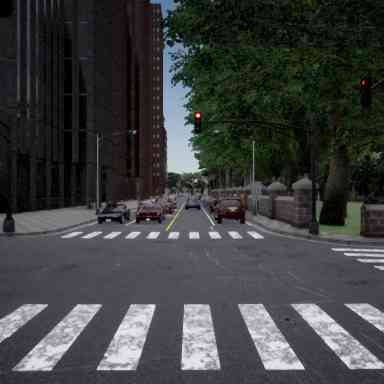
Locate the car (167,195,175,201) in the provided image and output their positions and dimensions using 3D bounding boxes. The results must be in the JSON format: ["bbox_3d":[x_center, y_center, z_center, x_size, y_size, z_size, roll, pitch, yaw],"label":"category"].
[{"bbox_3d":[-5.725,1.533,90.534,1.967,1.590,4.097,0,0,0],"label":"car"}]

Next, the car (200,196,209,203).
[{"bbox_3d":[2.794,1.592,74.334,1.752,1.417,4.829,0,0,0],"label":"car"}]

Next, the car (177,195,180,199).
[{"bbox_3d":[-3.070,1.538,45.721,1.837,1.490,4.892,0,0,0],"label":"car"}]

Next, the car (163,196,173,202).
[{"bbox_3d":[-5.729,1.620,79.620,1.887,1.381,4.507,0,0,0],"label":"car"}]

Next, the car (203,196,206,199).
[{"bbox_3d":[2.782,1.585,46.881,2.008,1.369,4.403,0,0,0],"label":"car"}]

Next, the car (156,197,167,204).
[{"bbox_3d":[-5.736,1.635,63.249,1.802,1.307,4.206,0,0,0],"label":"car"}]

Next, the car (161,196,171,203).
[{"bbox_3d":[-5.732,1.611,74.163,1.887,1.381,4.507,0,0,0],"label":"car"}]

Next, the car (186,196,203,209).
[{"bbox_3d":[0.113,1.598,46.258,1.994,1.385,4.181,0,0,0],"label":"car"}]

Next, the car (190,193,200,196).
[{"bbox_3d":[0.122,1.410,67.266,2.097,1.767,4.553,0,0,0],"label":"car"}]

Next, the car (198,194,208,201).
[{"bbox_3d":[2.798,1.399,85.077,2.192,1.841,5.009,0,0,0],"label":"car"}]

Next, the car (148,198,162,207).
[{"bbox_3d":[-5.741,1.622,52.335,1.802,1.307,4.206,0,0,0],"label":"car"}]

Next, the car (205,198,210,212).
[{"bbox_3d":[2.778,1.588,35.968,1.947,1.339,4.313,0,0,0],"label":"car"}]

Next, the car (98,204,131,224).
[{"bbox_3d":[-5.752,1.576,25.050,1.947,1.339,4.313,0,0,0],"label":"car"}]

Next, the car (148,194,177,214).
[{"bbox_3d":[-3.083,1.374,35.488,2.097,1.767,4.553,0,0,1],"label":"car"}]

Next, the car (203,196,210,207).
[{"bbox_3d":[2.780,1.579,41.424,2.008,1.369,4.403,0,0,0],"label":"car"}]

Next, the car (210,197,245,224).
[{"bbox_3d":[2.773,1.326,25.056,2.192,1.841,5.009,0,0,0],"label":"car"}]

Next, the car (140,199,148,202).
[{"bbox_3d":[-5.745,1.579,41.420,2.008,1.369,4.403,0,0,0],"label":"car"}]

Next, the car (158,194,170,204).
[{"bbox_3d":[-5.734,1.374,68.706,2.192,1.841,5.009,0,0,0],"label":"car"}]

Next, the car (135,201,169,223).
[{"bbox_3d":[-3.089,1.612,25.495,1.895,1.301,4.718,0,0,0],"label":"car"}]

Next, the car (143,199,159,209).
[{"bbox_3d":[-5.743,1.616,46.877,1.802,1.307,4.206,0,0,0],"label":"car"}]

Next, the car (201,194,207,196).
[{"bbox_3d":[2.785,1.481,52.338,1.967,1.590,4.097,0,0,0],"label":"car"}]
